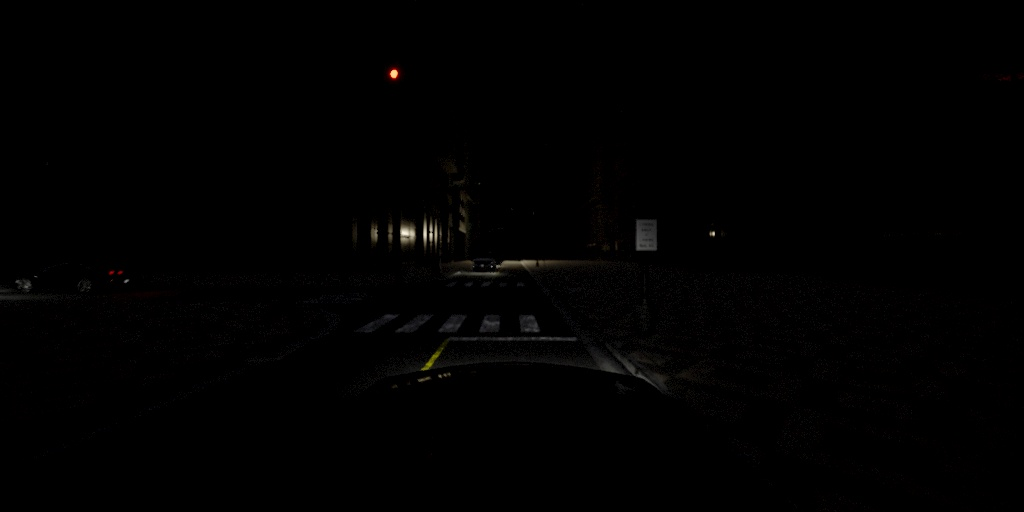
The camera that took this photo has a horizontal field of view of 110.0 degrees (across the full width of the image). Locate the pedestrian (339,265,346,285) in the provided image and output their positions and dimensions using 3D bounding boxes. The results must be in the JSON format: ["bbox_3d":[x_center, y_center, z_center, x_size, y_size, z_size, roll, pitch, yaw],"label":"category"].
[{"bbox_3d":[-9.928,0.751,20.983,0.375,1.860,0.375,0,-1,0],"label":"pedestrian"}]

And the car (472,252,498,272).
[{"bbox_3d":[-2.945,0.579,38.532,2.150,2.045,5.566,0,1,0],"label":"car"}]

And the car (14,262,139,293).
[{"bbox_3d":[-21.721,1.039,17.989,4.902,1.511,2.128,0,-1,1],"label":"car"}]

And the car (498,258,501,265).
[{"bbox_3d":[-2.813,0.776,57.184,1.994,1.385,4.181,0,0,1],"label":"car"}]
